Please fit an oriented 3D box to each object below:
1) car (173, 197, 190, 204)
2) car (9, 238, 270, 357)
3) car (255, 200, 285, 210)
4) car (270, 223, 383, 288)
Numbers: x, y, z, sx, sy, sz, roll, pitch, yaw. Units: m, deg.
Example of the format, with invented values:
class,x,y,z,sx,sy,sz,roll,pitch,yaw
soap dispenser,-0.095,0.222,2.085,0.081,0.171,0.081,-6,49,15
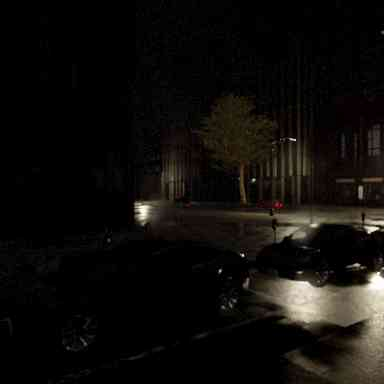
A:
class,x,y,z,sx,sy,sz,roll,pitch,yaw
car,-2.254,1.770,69.730,1.837,1.490,4.892,0,0,-36
car,-0.840,1.575,6.060,4.313,1.339,1.947,0,0,-36
car,10.737,1.756,46.151,1.994,1.385,4.181,0,0,-36
car,3.739,1.593,9.347,4.313,1.339,1.947,0,0,-36
